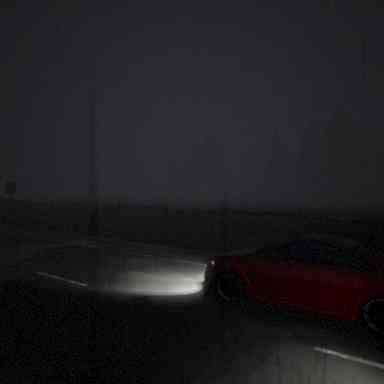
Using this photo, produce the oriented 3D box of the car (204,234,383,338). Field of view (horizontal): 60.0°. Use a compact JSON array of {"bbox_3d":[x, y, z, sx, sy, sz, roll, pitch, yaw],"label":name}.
[{"bbox_3d":[2.316,1.548,6.640,4.181,1.385,1.994,1,0,36],"label":"car"}]
